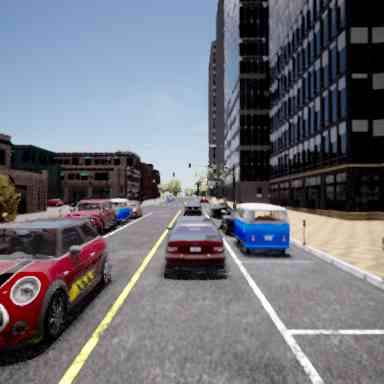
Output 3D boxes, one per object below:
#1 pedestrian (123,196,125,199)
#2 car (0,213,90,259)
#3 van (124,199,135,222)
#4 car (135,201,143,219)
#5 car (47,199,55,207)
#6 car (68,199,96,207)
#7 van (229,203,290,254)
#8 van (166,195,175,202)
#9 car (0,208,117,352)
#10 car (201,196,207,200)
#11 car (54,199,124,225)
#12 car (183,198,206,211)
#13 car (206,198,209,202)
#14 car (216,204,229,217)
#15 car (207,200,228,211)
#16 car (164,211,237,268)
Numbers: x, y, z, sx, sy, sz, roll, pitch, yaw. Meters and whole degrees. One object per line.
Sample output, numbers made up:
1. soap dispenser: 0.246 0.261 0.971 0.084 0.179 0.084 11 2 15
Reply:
1. pedestrian: -12.553 1.568 61.931 0.375 1.860 0.375 0 -1 1
2. car: -5.681 1.628 13.468 1.802 1.307 4.206 1 0 0
3. van: -5.679 1.425 24.756 1.690 1.788 3.998 1 0 0
4. car: -5.682 1.543 30.400 1.967 1.590 4.097 1 0 0
5. car: -24.975 1.929 59.133 4.097 1.590 1.967 -1 -1 1
6. car: -19.426 2.002 59.062 4.313 1.339 1.947 -1 -1 1
7. van: 2.670 1.387 13.414 1.690 1.788 3.998 1 0 0
8. van: -5.688 1.633 85.020 1.690 1.788 3.998 1 0 0
9. car: -3.102 1.374 6.502 2.097 1.767 4.553 0 0 0
10. car: 2.692 1.694 73.938 1.967 1.590 4.097 1 0 0
11. car: -5.678 1.380 19.112 2.192 1.841 5.009 1 0 0
12. car: 0.096 1.665 34.648 2.033 1.411 5.357 0 0 0
13. car: 2.834 1.648 36.160 1.752 1.417 4.829 1 0 0
14. car: 2.665 1.631 19.057 1.947 1.339 4.313 1 0 0
15. car: 2.664 1.669 30.346 1.947 1.339 4.313 1 0 0
16. car: 0.096 1.586 11.374 2.033 1.411 5.357 0 0 0
